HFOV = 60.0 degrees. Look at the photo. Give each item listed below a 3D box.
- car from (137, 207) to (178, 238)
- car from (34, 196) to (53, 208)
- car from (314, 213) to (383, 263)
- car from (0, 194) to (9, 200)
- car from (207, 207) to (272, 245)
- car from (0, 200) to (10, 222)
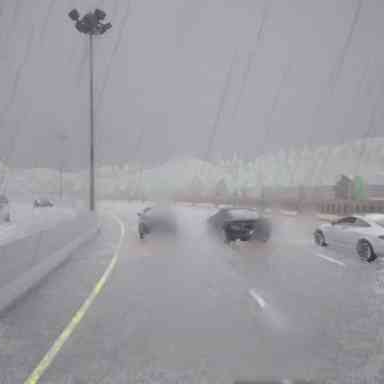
[{"bbox_3d":[-1.875,1.502,17.426,1.812,1.442,4.674,0,0,-11],"label":"car"},{"bbox_3d":[-21.677,1.395,48.527,2.097,1.767,4.553,0,0,-32],"label":"car"},{"bbox_3d":[6.099,1.460,11.707,1.812,1.442,4.674,0,0,-7],"label":"car"},{"bbox_3d":[-34.573,1.323,59.913,2.150,2.045,5.566,0,0,-41],"label":"car"},{"bbox_3d":[2.027,1.431,15.452,1.882,1.535,5.008,0,0,-9],"label":"car"},{"bbox_3d":[-14.328,1.572,23.685,1.812,1.442,4.674,0,0,-16],"label":"car"}]
